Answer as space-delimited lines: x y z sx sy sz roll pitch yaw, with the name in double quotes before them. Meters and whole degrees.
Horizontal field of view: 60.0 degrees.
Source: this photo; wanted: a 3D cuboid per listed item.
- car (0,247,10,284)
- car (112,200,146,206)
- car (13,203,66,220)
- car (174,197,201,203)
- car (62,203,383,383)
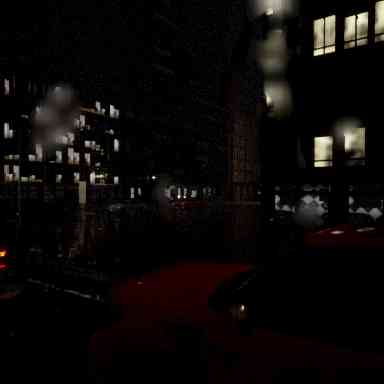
"car" -6.253 1.522 8.125 4.674 1.442 1.812 0 0 35
"car" -6.993 1.625 36.554 1.812 1.442 4.674 1 0 37
"car" -12.938 1.617 28.544 1.994 1.385 4.181 1 0 37
"car" -0.607 1.500 45.129 2.097 1.767 4.553 1 0 37
"car" 1.650 1.221 2.509 5.566 2.045 2.150 0 0 35
